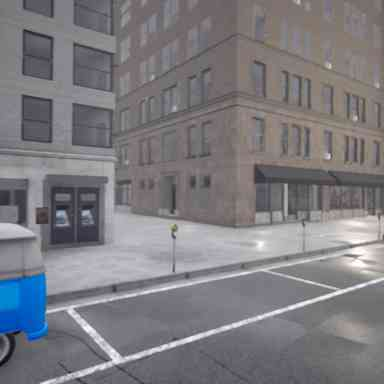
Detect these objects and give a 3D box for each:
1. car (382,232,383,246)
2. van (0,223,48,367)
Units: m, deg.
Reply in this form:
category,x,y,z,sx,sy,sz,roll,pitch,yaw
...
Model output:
category,x,y,z,sx,sy,sz,roll,pitch,yaw
car,9.505,1.597,13.561,4.313,1.339,1.947,0,0,-36
van,-3.869,1.340,3.990,3.998,1.788,1.690,0,1,-36
